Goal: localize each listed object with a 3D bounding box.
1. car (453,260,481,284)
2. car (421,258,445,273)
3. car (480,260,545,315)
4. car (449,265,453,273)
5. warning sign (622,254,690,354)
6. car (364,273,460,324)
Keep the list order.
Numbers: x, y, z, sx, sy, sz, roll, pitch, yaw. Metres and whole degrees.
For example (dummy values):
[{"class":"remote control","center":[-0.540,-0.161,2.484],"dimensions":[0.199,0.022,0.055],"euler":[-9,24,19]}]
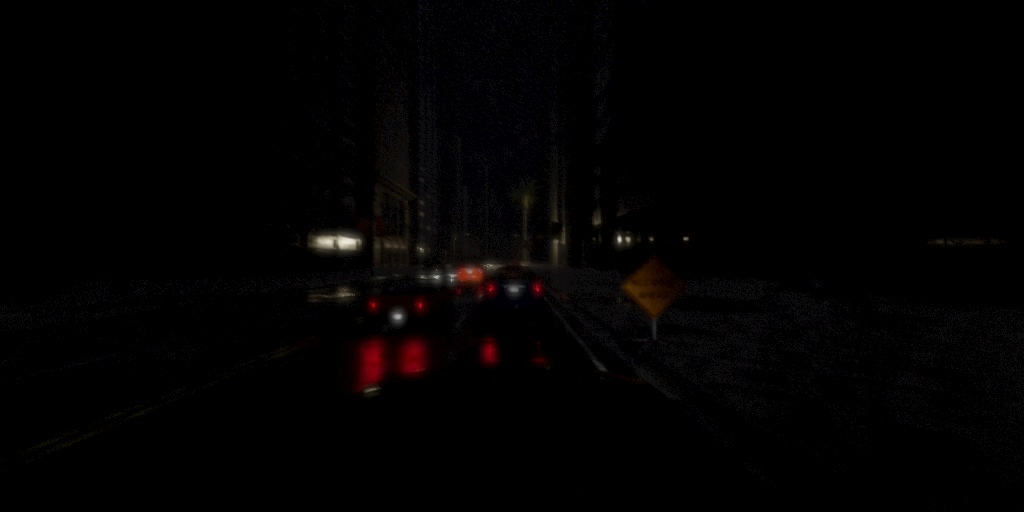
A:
[{"class":"car","center":[-3.161,1.258,29.173],"dimensions":[2.097,1.767,4.553],"euler":[0,0,0]},{"class":"car","center":[-9.825,1.222,45.110],"dimensions":[2.150,2.045,5.566],"euler":[0,-1,0]},{"class":"car","center":[0.087,1.172,14.143],"dimensions":[2.097,1.767,4.553],"euler":[0,0,0]},{"class":"car","center":[-6.578,1.559,44.658],"dimensions":[1.994,1.385,4.181],"euler":[0,0,0]},{"class":"warning sign","center":[2.851,0.896,7.200],"dimensions":[1.300,1.860,1.060],"euler":[0,0,0]},{"class":"car","center":[-3.167,1.411,12.197],"dimensions":[1.895,1.301,4.718],"euler":[0,0,0]}]
